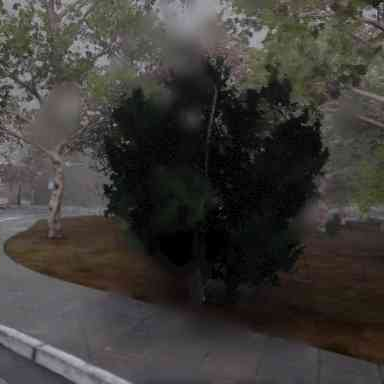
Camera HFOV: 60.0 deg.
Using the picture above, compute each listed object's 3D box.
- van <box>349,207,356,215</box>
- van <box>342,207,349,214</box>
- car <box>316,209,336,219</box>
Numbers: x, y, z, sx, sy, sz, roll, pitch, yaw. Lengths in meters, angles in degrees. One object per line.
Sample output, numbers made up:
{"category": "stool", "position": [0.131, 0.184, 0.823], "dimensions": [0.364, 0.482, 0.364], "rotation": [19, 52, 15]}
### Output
{"category": "van", "position": [40.041, 4.794, 84.901], "dimensions": [4.442, 1.987, 1.878], "rotation": [3, -1, -38]}
{"category": "van", "position": [35.682, 4.576, 81.477], "dimensions": [4.442, 1.987, 1.878], "rotation": [3, -1, -38]}
{"category": "car", "position": [22.690, 4.065, 56.743], "dimensions": [4.718, 1.301, 1.895], "rotation": [3, -1, -38]}
